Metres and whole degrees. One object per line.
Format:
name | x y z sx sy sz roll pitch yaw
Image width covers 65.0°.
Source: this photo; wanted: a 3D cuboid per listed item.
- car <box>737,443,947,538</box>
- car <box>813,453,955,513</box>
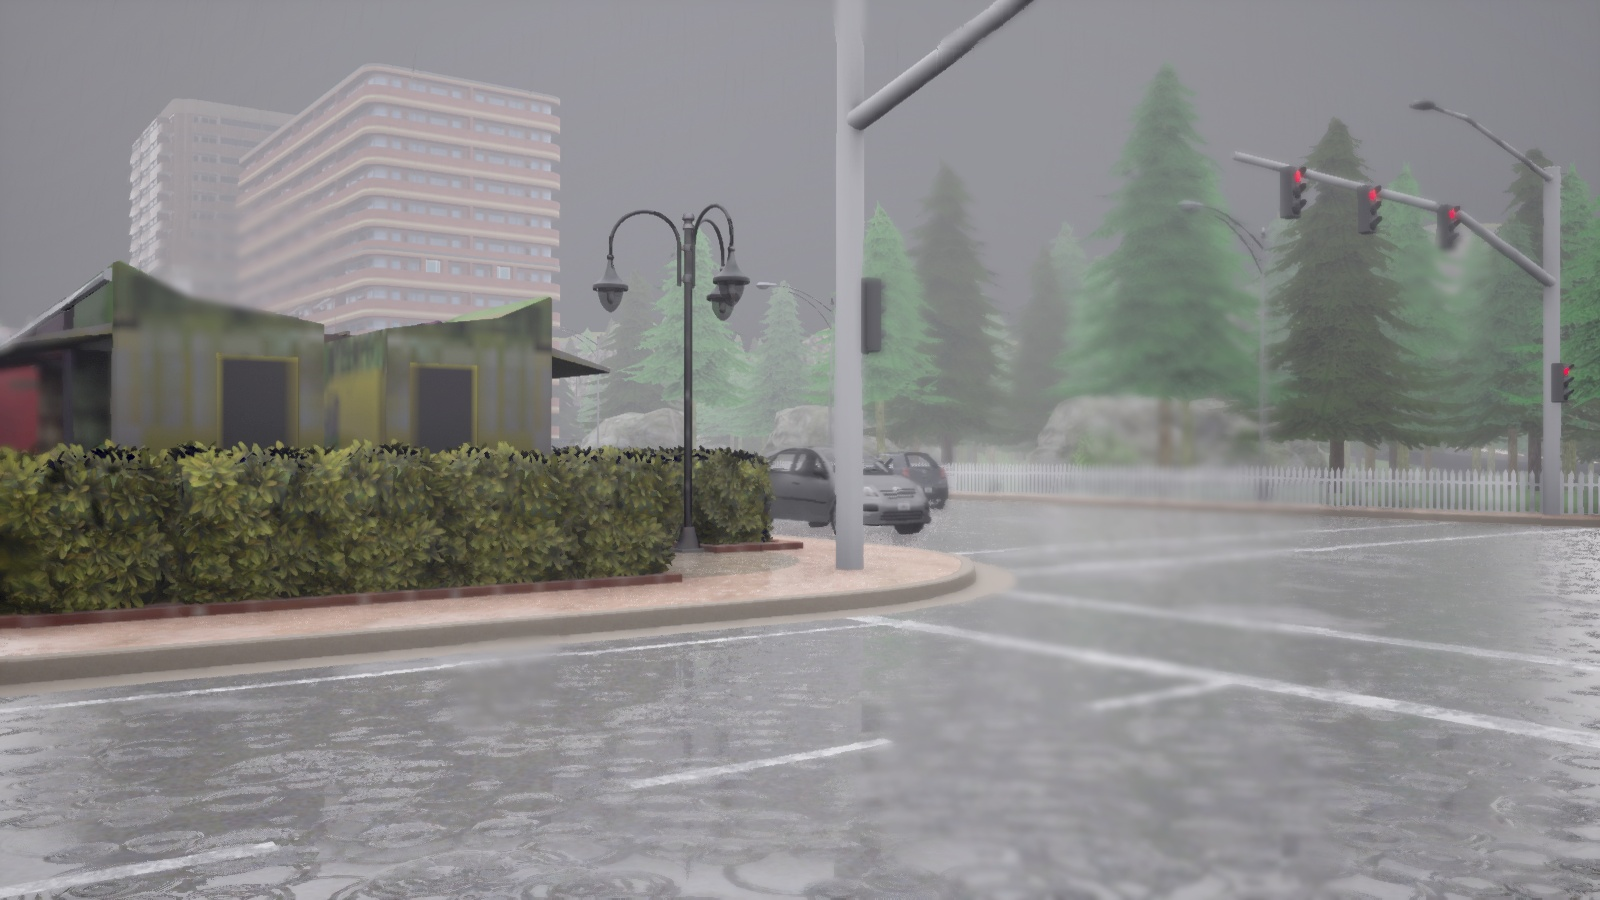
car | 0.698 0.699 23.628 1.851 1.617 3.988 0 0 -37
car | 2.179 0.836 33.325 1.845 1.501 3.633 0 0 -37
